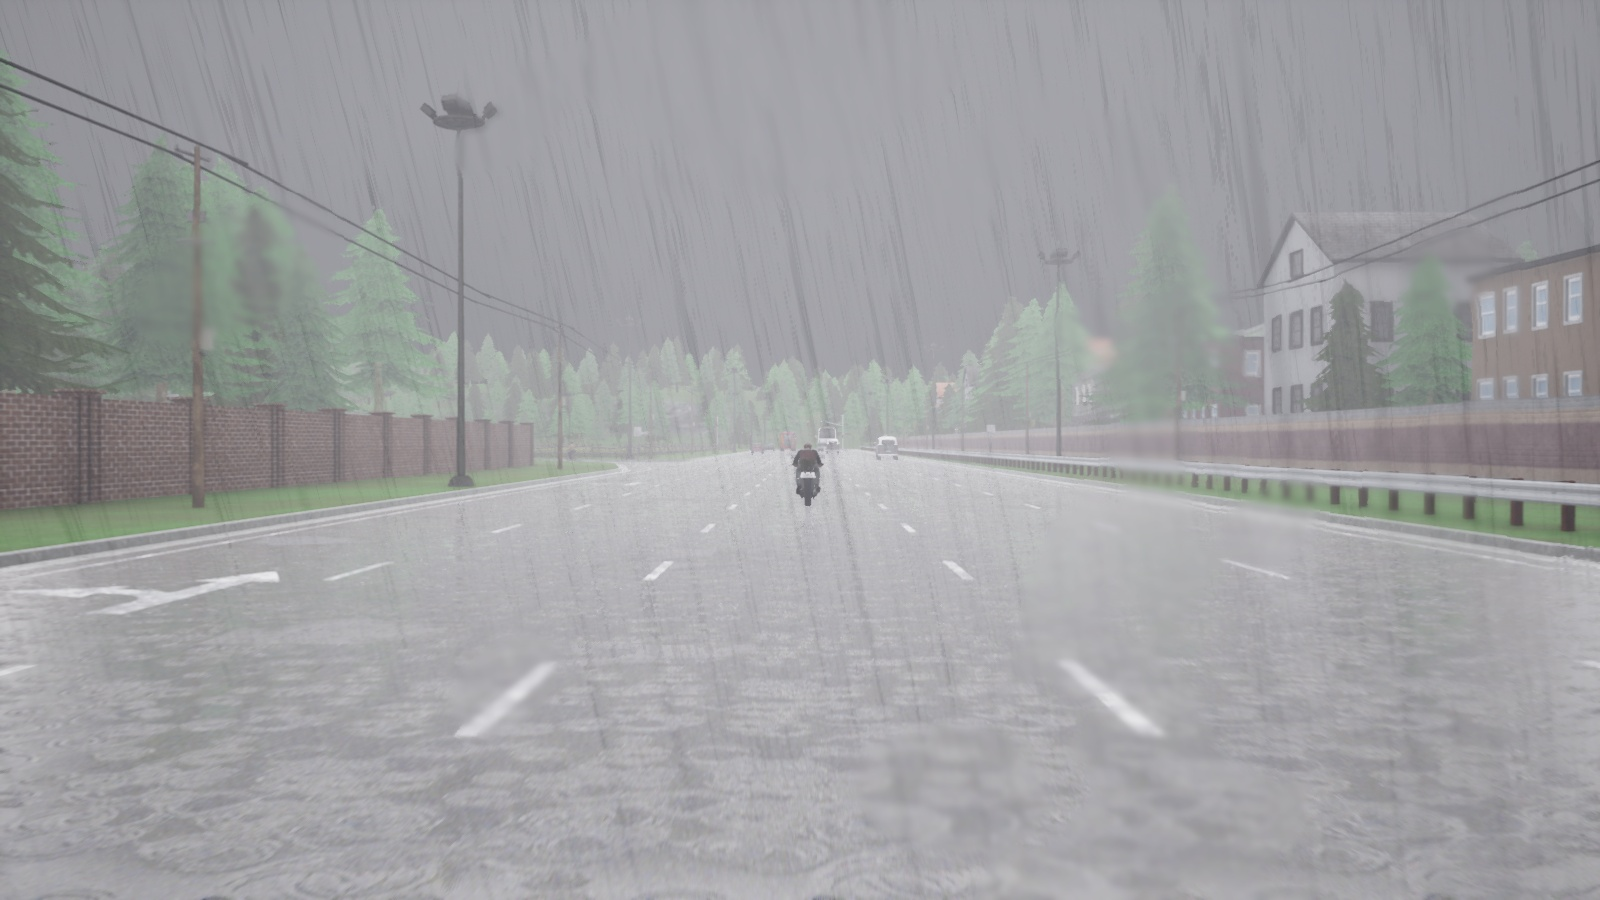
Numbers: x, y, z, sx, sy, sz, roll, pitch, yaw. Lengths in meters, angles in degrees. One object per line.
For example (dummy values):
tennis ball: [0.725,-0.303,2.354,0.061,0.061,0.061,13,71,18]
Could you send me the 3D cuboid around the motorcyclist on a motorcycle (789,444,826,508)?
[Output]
motorcyclist on a motorcycle: [0.191,0.608,30.769,0.866,1.530,2.191,0,0,0]
